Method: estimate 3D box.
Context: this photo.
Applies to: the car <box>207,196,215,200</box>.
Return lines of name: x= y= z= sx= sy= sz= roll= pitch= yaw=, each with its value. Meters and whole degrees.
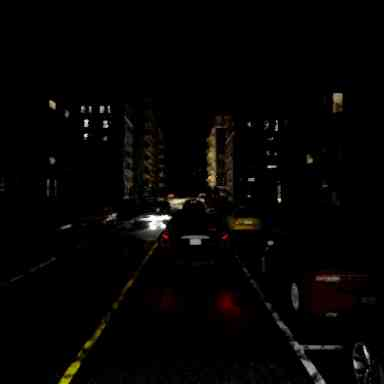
car: x=2.839 y=1.413 z=34.319 sx=1.947 sy=1.339 sz=4.313 roll=0 pitch=0 yaw=0

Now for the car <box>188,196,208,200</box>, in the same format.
car: x=0.104 y=1.349 z=28.587 sx=1.882 sy=1.535 sz=5.008 roll=0 pitch=0 yaw=0

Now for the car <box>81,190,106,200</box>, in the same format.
car: x=-19.973 y=0.883 z=65.664 sx=4.507 sy=1.381 sz=1.887 roll=1 pitch=-1 yaw=0

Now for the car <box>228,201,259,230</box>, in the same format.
car: x=2.764 y=1.441 z=18.553 sx=1.752 sy=1.417 sz=4.829 roll=0 pitch=0 yaw=0

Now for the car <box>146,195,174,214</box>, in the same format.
car: x=-3.085 y=1.348 z=32.625 sx=2.128 sy=1.511 sz=4.902 roll=0 pitch=0 yaw=0

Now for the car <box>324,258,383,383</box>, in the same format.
car: x=2.698 y=1.556 z=2.090 sx=1.947 sy=1.339 sz=4.313 roll=0 pitch=0 yaw=0

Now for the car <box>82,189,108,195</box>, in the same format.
car: x=-20.055 y=0.389 z=68.419 sx=5.566 sy=2.045 sz=2.150 roll=1 pitch=0 yaw=-1

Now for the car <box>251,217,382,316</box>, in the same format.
car: x=2.707 y=1.511 z=7.316 sx=1.887 sy=1.381 sz=4.507 roll=0 pitch=0 yaw=0

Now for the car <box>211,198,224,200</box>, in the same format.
car: x=2.808 y=1.430 z=26.774 sx=2.008 sy=1.369 sz=4.403 roll=0 pitch=0 yaw=0

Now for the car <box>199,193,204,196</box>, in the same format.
car: x=2.840 y=1.071 z=89.792 sx=1.967 sy=1.590 sz=4.097 roll=0 pitch=0 yaw=0

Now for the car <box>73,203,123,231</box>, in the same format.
car: x=-5.745 y=1.434 z=20.168 sx=1.752 sy=1.417 sz=4.829 roll=1 pitch=0 yaw=0

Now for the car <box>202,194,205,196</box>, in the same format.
car: x=2.845 y=1.318 z=52.322 sx=1.887 sy=1.381 sz=4.507 roll=0 pitch=0 yaw=0

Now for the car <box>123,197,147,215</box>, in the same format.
car: x=-5.795 y=1.411 z=31.404 sx=2.008 sy=1.369 sz=4.403 roll=0 pitch=0 yaw=0

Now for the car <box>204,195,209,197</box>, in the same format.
car: x=2.842 y=1.392 z=43.320 sx=1.802 sy=1.307 sz=4.206 roll=0 pitch=0 yaw=0

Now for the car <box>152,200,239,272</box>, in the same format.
car: x=0.094 y=1.302 z=10.746 sx=2.097 sy=1.767 sz=4.553 roll=0 pitch=0 yaw=0
